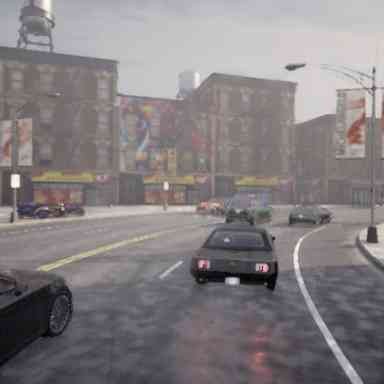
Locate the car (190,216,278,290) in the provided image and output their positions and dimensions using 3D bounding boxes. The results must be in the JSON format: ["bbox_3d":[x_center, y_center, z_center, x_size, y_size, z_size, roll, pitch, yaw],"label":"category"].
[{"bbox_3d":[1.343,1.588,9.173,1.895,1.301,4.718,1,0,13],"label":"car"}]

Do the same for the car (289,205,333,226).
[{"bbox_3d":[8.515,1.582,23.663,1.994,1.385,4.181,1,0,39],"label":"car"}]

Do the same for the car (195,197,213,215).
[{"bbox_3d":[2.439,1.285,32.653,4.553,1.767,2.097,0,0,-44],"label":"car"}]

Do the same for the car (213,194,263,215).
[{"bbox_3d":[4.766,1.184,30.266,5.566,2.045,2.150,0,0,-45],"label":"car"}]

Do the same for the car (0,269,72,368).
[{"bbox_3d":[-3.033,1.484,3.631,1.812,1.442,4.674,0,0,5],"label":"car"}]

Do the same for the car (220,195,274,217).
[{"bbox_3d":[4.258,1.327,23.838,2.097,1.767,4.553,1,0,34],"label":"car"}]
